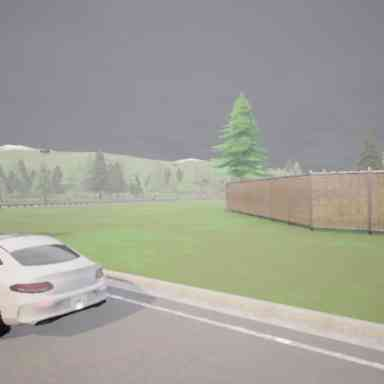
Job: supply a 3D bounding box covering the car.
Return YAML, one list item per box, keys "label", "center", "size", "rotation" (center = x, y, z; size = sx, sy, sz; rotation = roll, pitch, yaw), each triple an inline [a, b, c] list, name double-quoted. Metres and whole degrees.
- label: "car"
  center: [-3.668, 1.554, 6.608]
  size: [4.674, 1.442, 1.812]
  rotation: [0, 0, 35]
